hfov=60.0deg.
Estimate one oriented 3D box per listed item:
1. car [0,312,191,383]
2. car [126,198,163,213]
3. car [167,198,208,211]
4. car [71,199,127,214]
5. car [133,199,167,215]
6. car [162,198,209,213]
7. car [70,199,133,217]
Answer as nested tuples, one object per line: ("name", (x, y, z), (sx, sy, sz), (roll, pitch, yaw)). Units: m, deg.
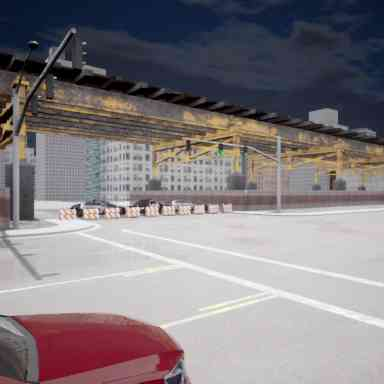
("car", (-2.160, 1.526, 2.226), (4.674, 1.442, 1.812), (0, 0, -35))
("car", (-4.634, 1.295, 33.129), (1.853, 1.218, 4.536), (0, 0, 18))
("car", (-0.800, 1.295, 36.841), (4.536, 1.218, 1.853), (0, 0, -7))
("car", (-8.439, 1.295, 30.392), (4.536, 1.218, 1.853), (0, 0, 8))
("car", (-4.649, 1.453, 33.079), (2.038, 1.542, 4.974), (0, 0, 18))
("car", (-0.748, 1.453, 36.848), (4.974, 1.542, 2.038), (0, 0, -7))
("car", (-8.388, 1.453, 30.385), (4.974, 1.542, 2.038), (0, 0, 8))
